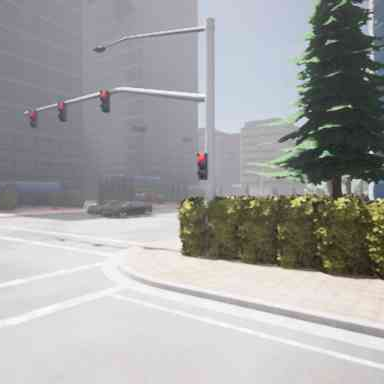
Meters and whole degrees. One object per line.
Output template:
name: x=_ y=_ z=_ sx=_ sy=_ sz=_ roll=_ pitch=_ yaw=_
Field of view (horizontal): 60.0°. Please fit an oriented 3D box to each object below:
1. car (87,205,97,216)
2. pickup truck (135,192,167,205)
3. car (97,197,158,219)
car: x=-7.932 y=1.537 z=32.473 sx=1.837 sy=1.490 sz=4.892 roll=0 pitch=0 yaw=35
pickup truck: x=-7.333 y=1.109 z=55.947 sx=6.274 sy=2.098 sz=2.390 roll=0 pitch=0 yaw=-24
car: x=-5.635 y=1.506 z=29.657 sx=1.882 sy=1.535 sz=5.008 roll=0 pitch=0 yaw=35
